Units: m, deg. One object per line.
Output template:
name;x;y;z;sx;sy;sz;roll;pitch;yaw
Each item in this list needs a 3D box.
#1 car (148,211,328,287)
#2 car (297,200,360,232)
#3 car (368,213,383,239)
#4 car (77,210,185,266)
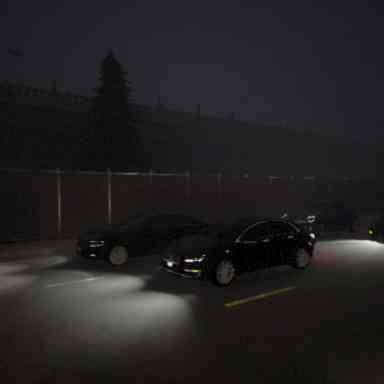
car;1.461;1.460;9.306;4.892;1.490;1.837;0;0;-35
car;6.649;1.244;17.263;4.553;1.767;2.097;0;0;-35
car;9.959;1.446;15.316;4.181;1.385;1.994;0;0;-35
car;-1.395;1.438;11.574;5.008;1.535;1.882;0;0;-35
